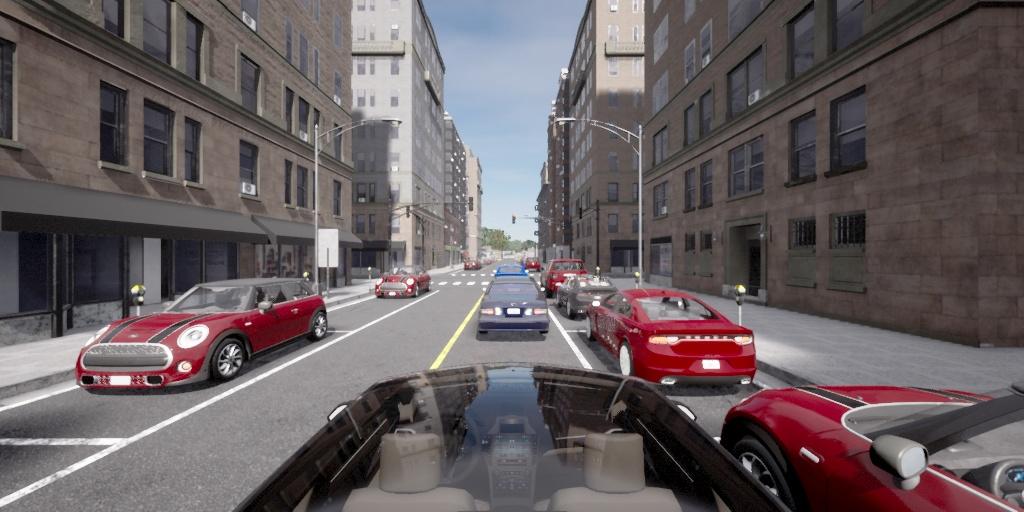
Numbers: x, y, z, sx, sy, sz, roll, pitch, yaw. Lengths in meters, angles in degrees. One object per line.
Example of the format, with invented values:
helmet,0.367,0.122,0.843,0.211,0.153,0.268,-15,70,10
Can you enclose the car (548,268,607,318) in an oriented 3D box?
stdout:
car,2.601,1.298,12.643,2.007,1.370,4.403,0,0,0

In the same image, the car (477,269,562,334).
car,0.047,1.296,10.617,2.033,1.411,5.357,0,0,0

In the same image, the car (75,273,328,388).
car,-5.404,1.189,6.931,1.967,1.591,4.097,0,0,0

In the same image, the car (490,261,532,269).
car,-0.064,1.224,20.436,1.882,1.535,5.008,0,0,0

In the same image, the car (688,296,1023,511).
car,2.642,1.190,1.279,1.967,1.591,4.097,0,0,0

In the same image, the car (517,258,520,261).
car,2.474,1.049,61.893,2.192,1.841,5.009,0,0,0

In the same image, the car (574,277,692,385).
car,2.621,1.294,6.961,1.888,1.381,4.507,0,0,0

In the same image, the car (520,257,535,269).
car,2.546,1.054,45.381,2.192,1.841,5.009,0,0,0

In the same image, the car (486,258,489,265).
car,-5.628,1.285,61.862,2.007,1.370,4.403,0,0,0

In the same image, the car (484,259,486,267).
car,-5.610,1.302,56.358,1.948,1.339,4.313,0,0,0

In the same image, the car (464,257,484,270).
car,-5.593,1.053,50.855,2.192,1.841,5.009,0,0,0

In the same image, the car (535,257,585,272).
car,2.580,1.061,18.325,2.192,1.841,5.009,0,0,0

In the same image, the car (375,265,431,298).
car,-5.445,1.186,18.296,1.967,1.591,4.097,0,0,0
